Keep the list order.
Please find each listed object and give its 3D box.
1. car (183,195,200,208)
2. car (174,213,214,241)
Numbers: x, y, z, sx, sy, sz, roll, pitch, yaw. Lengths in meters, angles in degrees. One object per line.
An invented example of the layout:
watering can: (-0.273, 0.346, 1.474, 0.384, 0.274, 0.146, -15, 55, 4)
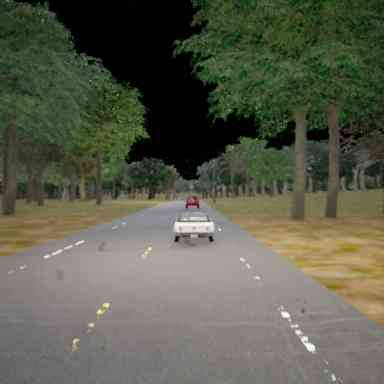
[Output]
car: (0.091, 1.532, 53.060, 2.150, 2.045, 5.566, 0, 0, 0)
car: (0.097, 1.737, 17.454, 1.895, 1.301, 4.718, 0, 0, 0)
